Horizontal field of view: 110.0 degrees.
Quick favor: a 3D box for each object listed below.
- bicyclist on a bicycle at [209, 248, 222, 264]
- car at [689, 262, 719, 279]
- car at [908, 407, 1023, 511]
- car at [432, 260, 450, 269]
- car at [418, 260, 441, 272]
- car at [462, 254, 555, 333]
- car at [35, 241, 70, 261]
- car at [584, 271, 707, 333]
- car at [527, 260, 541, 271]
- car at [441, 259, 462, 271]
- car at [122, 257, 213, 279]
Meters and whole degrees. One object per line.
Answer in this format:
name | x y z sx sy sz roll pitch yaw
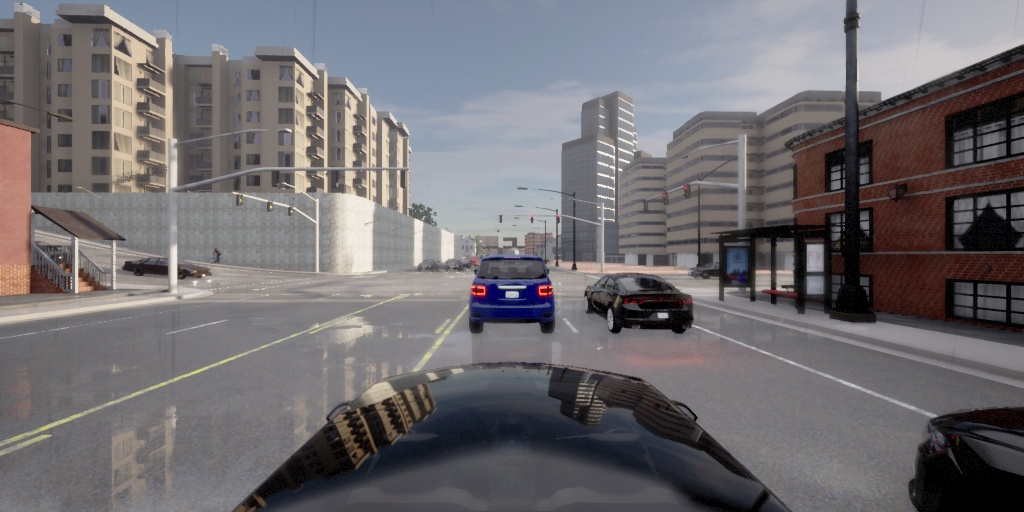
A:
bicyclist on a bicycle | -31.073 0.029 37.679 0.582 1.620 1.656 6 0 0
car | 17.840 1.241 30.990 4.902 1.511 2.128 0 0 -1
car | 3.608 1.240 0.350 2.128 1.511 4.902 0 0 0
car | -11.104 1.351 56.491 1.895 1.301 4.718 0 0 0
car | -11.017 1.241 47.227 2.128 1.511 4.902 0 0 0
car | -0.007 0.971 10.858 2.150 2.045 5.566 0 0 0
car | -35.482 -0.392 26.615 4.181 1.385 1.994 10 0 -1
car | 3.494 1.228 10.798 1.882 1.535 5.008 0 0 0
car | 3.106 1.275 51.643 1.812 1.442 4.674 0 0 0
car | -7.520 1.241 47.329 2.128 1.511 4.902 0 0 0
car | -25.632 0.837 26.738 5.357 1.411 2.033 5 0 -1
